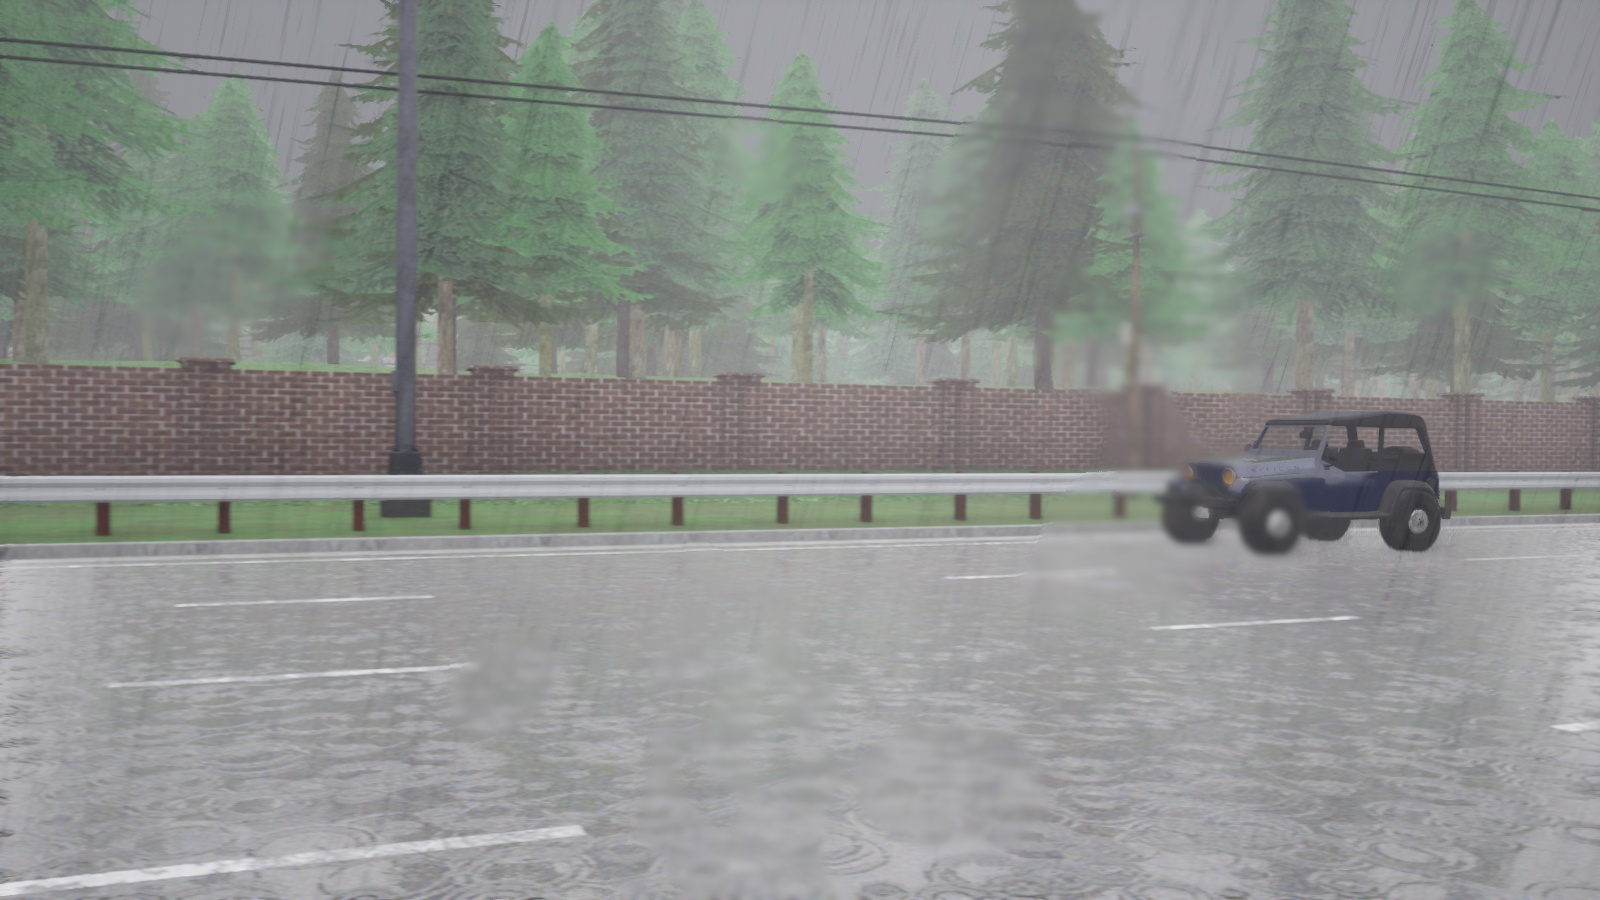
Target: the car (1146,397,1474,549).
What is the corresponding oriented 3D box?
[{"bbox_3d":[6.911,0.241,17.091,3.866,1.878,1.905,-1,1,-21],"label":"car"}]
